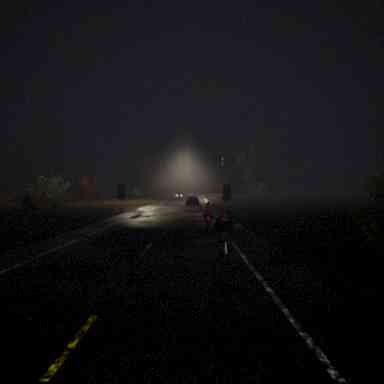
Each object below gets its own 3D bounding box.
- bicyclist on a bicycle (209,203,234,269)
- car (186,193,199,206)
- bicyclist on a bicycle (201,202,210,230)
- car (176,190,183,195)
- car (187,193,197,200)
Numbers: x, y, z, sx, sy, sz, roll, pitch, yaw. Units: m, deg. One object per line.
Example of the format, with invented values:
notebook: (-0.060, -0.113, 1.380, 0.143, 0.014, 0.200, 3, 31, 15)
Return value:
bicyclist on a bicycle: (0.963, 1.336, 10.134, 0.659, 1.776, 1.843, 0, 0, 0)
car: (0.092, 1.359, 51.614, 1.994, 1.385, 4.181, 0, 1, 0)
bicyclist on a bicycle: (0.943, 1.370, 19.581, 0.866, 1.612, 1.509, 0, 0, 0)
car: (-3.510, 0.119, 92.983, 1.994, 1.385, 4.181, 0, 2, 0)
car: (-0.008, 0.929, 70.868, 1.895, 1.301, 4.718, 0, 2, 0)
